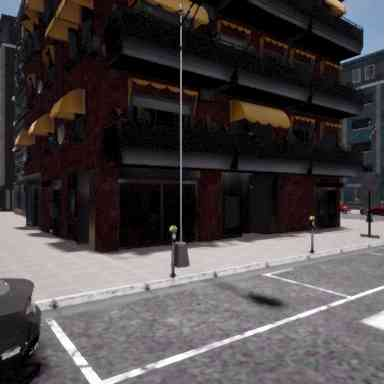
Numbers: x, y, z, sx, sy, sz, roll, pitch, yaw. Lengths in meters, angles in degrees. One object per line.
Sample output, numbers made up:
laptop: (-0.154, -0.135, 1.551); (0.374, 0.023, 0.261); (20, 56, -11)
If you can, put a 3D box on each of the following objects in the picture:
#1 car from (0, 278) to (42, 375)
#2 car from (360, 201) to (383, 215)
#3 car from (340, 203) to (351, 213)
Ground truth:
car: (-3.914, 1.550, 3.306); (4.403, 1.369, 2.008); (0, 0, -36)
car: (19.544, 1.632, 34.288); (1.967, 1.590, 4.097); (-1, 0, -35)
car: (16.355, 1.842, 38.827); (1.802, 1.307, 4.206); (-1, 0, -35)
